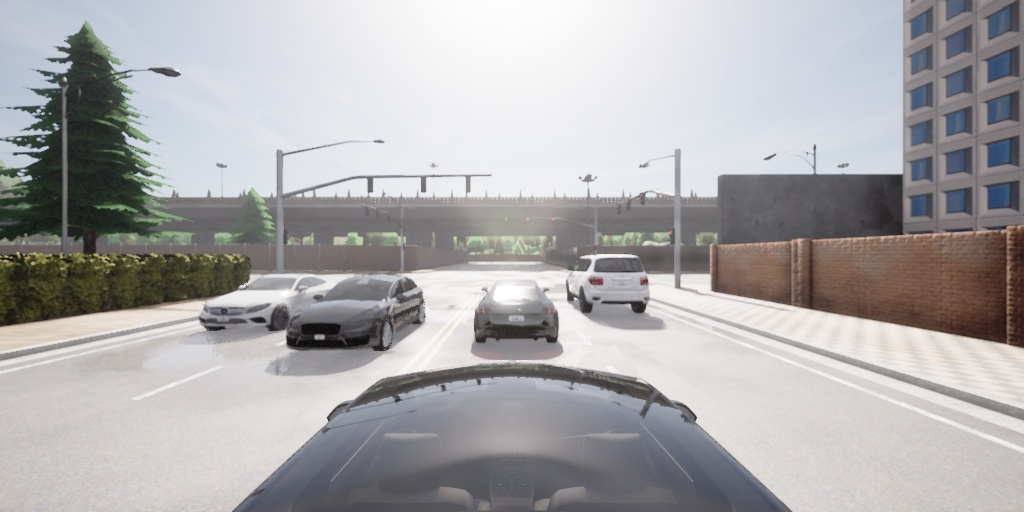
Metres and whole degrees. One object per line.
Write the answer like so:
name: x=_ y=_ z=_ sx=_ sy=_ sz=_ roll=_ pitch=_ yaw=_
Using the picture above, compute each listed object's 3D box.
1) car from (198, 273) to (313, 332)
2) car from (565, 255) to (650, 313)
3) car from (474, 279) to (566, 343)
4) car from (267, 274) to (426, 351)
car: x=-7.010 y=1.275 z=11.052 sx=1.812 sy=1.442 sz=4.674 roll=0 pitch=0 yaw=0
car: x=3.497 y=0.970 z=14.044 sx=2.150 sy=2.045 sz=5.566 roll=0 pitch=0 yaw=0
car: x=0.098 y=1.313 z=9.701 sx=1.994 sy=1.385 sz=4.181 roll=0 pitch=0 yaw=0
car: x=-3.531 y=1.255 z=9.045 sx=1.837 sy=1.490 sz=4.892 roll=0 pitch=0 yaw=1
